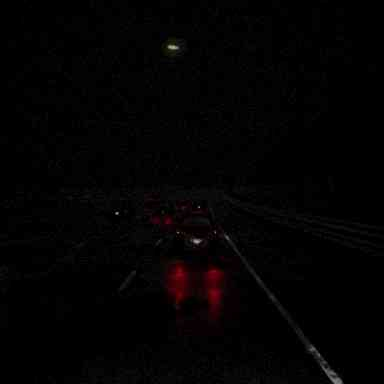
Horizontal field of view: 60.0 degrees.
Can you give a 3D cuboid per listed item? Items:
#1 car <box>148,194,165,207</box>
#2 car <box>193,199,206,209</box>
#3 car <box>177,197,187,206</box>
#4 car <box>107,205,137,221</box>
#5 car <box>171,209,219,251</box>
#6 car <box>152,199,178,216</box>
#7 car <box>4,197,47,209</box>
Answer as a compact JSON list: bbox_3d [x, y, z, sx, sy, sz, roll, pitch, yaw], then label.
[{"bbox_3d":[-5.631,1.390,53.903,2.150,2.045,5.566,0,0,3],"label":"car"},{"bbox_3d":[1.059,1.727,46.524,1.837,1.490,4.892,0,1,2],"label":"car"},{"bbox_3d":[-1.959,1.670,57.260,1.812,1.442,4.674,0,0,3],"label":"car"},{"bbox_3d":[-6.465,1.847,30.972,1.994,1.385,4.181,0,0,2],"label":"car"},{"bbox_3d":[0.214,1.704,14.885,1.812,1.442,4.674,0,-1,1],"label":"car"},{"bbox_3d":[-2.829,1.806,35.642,1.812,1.442,4.674,0,0,2],"label":"car"},{"bbox_3d":[-17.024,1.508,34.396,2.150,2.045,5.566,0,0,2],"label":"car"}]
